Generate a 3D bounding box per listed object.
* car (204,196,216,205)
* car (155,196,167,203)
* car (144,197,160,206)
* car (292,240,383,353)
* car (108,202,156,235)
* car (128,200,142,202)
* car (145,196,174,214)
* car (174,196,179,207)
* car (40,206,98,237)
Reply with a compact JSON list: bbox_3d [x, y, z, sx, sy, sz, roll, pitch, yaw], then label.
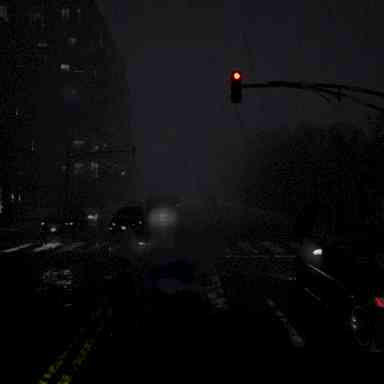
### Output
[{"bbox_3d":[3.187,1.494,58.519,1.882,1.535,5.008,0,0,0],"label":"car"},{"bbox_3d":[-6.701,1.536,71.742,2.128,1.511,4.902,0,0,0],"label":"car"},{"bbox_3d":[-6.747,1.562,56.033,2.033,1.411,5.357,0,0,0],"label":"car"},{"bbox_3d":[3.334,1.564,6.151,1.994,1.385,4.181,0,0,0],"label":"car"},{"bbox_3d":[-3.413,1.548,19.010,1.837,1.490,4.892,0,0,0],"label":"car"},{"bbox_3d":[-6.709,1.606,38.854,1.895,1.301,4.718,0,0,0],"label":"car"},{"bbox_3d":[-3.449,1.495,35.476,2.128,1.511,4.902,0,0,0],"label":"car"},{"bbox_3d":[-3.487,1.362,51.131,2.097,1.767,4.553,0,0,0],"label":"car"},{"bbox_3d":[-6.657,1.558,18.420,2.128,1.511,4.902,0,0,0],"label":"car"}]
